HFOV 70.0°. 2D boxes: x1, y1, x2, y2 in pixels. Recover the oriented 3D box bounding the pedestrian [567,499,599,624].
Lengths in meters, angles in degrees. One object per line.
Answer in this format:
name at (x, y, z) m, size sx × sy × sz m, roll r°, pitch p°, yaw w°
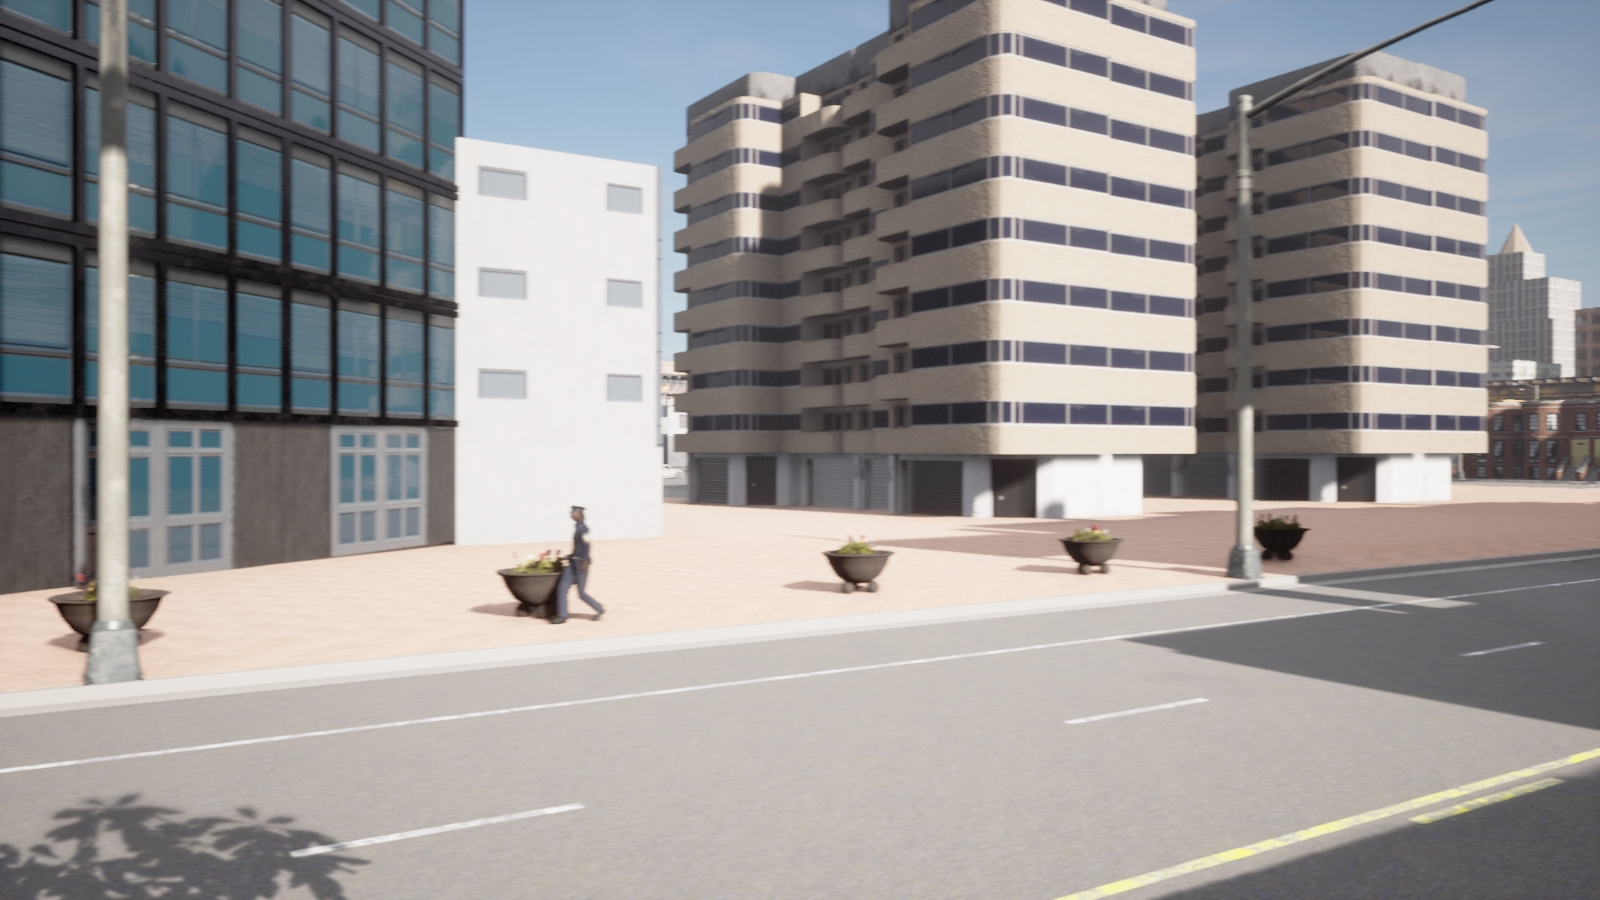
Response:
pedestrian at (-3.300, 1.682, 17.371) m, size 0.375 × 1.860 × 0.375 m, roll 0°, pitch 0°, yaw -32°
